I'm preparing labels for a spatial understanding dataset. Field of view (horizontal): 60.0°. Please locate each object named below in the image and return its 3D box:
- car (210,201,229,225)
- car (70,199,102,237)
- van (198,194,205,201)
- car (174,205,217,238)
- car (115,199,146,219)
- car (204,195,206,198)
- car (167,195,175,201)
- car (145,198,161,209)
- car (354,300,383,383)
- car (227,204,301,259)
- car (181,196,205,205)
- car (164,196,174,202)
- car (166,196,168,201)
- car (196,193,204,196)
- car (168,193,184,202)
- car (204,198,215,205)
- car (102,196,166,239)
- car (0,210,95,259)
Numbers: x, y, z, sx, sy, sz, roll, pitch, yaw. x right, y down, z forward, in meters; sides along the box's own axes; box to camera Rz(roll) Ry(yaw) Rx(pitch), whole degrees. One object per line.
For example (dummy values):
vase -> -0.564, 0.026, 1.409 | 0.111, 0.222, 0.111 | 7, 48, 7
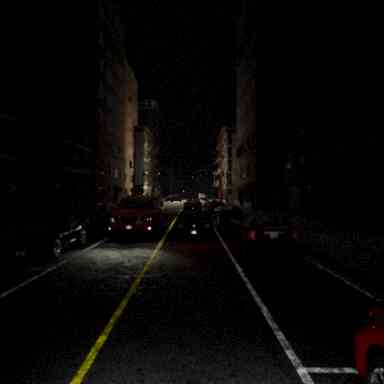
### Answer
car -> 2.639, 1.562, 24.004 | 2.008, 1.369, 4.403 | 0, 0, 0
car -> -5.386, 1.324, 18.319 | 2.192, 1.841, 5.009 | 0, 0, 0
van -> 2.645, 1.371, 90.099 | 1.690, 1.788, 3.998 | 0, 0, 0
car -> 0.102, 1.609, 17.856 | 1.895, 1.301, 4.718 | 0, 0, 0
car -> -5.385, 1.454, 29.683 | 1.967, 1.590, 4.097 | 0, 0, 0
car -> 2.640, 1.546, 46.899 | 1.752, 1.417, 4.829 | 0, 0, 0
car -> -5.391, 1.554, 84.522 | 1.752, 1.417, 4.829 | 0, 0, 0
car -> -5.385, 1.602, 46.728 | 1.802, 1.307, 4.206 | 0, 0, 0
car -> 2.639, 1.316, 1.280 | 2.192, 1.841, 5.009 | 0, 0, 0
car -> 2.639, 1.446, 12.642 | 1.967, 1.590, 4.097 | 0, 0, 0
car -> 0.100, 1.494, 35.583 | 1.882, 1.535, 5.008 | 0, 0, 0
car -> -5.386, 1.578, 79.286 | 2.008, 1.369, 4.403 | 0, 0, 0
car -> -5.385, 1.573, 52.410 | 2.008, 1.369, 4.403 | 0, 0, 0
car -> 2.644, 1.580, 84.692 | 2.008, 1.369, 4.403 | 0, 0, 0
car -> -2.747, 1.163, 58.379 | 1.812, 1.442, 4.674 | 0, 0, 0
car -> 2.640, 1.582, 35.367 | 1.947, 1.339, 4.313 | 0, 0, 0
car -> -2.849, 1.230, 17.734 | 2.150, 2.045, 5.566 | 0, 0, 0
car -> -5.386, 1.572, 12.637 | 1.947, 1.339, 4.313 | 0, 0, 0
